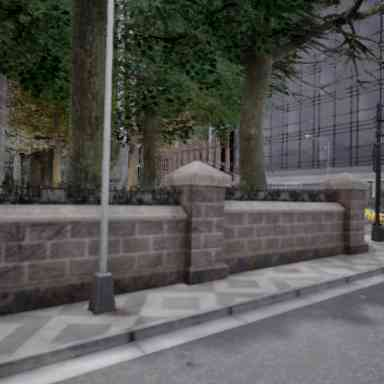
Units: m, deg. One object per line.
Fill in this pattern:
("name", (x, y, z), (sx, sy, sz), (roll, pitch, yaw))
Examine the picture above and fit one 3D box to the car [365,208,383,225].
("car", (13.608, 1.880, 27.408), (1.752, 1.417, 4.829), (2, -1, -35))
